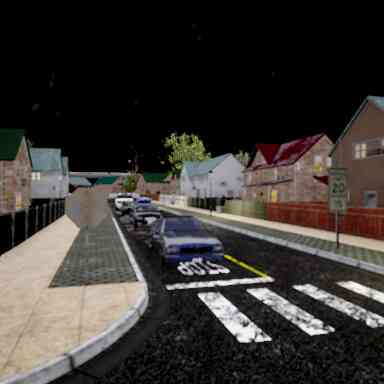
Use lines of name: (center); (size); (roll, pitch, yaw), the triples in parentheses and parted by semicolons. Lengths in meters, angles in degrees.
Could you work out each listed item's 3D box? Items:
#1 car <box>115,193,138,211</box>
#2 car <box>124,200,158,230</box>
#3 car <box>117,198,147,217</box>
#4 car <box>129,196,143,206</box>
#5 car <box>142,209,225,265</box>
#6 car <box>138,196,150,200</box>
car: (-8.408, 1.203, 41.526); (2.150, 2.045, 5.566); (0, 0, -15)
car: (-3.000, 1.494, 21.524); (2.128, 1.511, 4.902); (0, 0, -15)
car: (-5.649, 1.558, 31.232); (1.994, 1.385, 4.181); (0, 0, -15)
car: (-9.518, 1.445, 56.616); (1.882, 1.535, 5.008); (0, 0, -15)
car: (-0.466, 1.556, 12.068); (2.033, 1.411, 5.357); (0, 0, -13)
car: (-6.806, 1.458, 46.705); (1.882, 1.535, 5.008); (0, 0, -15)
